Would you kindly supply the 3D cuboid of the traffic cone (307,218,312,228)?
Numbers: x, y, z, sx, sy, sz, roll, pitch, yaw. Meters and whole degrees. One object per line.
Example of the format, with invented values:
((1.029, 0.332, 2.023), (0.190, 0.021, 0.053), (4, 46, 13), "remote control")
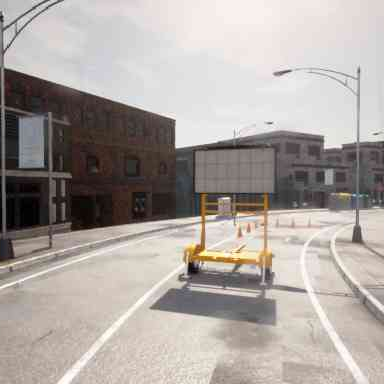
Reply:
((7.479, 1.982, 21.165), (0.340, 0.580, 0.340), (1, 0, 22), "traffic cone")

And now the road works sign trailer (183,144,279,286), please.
((1.251, 0.462, 9.687), (2.380, 3.560, 2.880), (0, 0, 20), "road works sign trailer")
